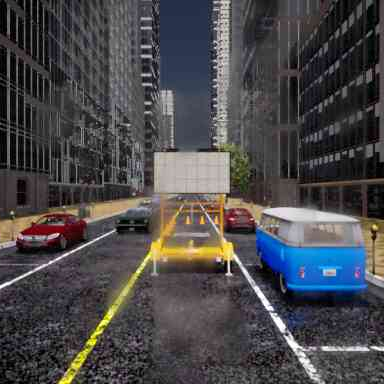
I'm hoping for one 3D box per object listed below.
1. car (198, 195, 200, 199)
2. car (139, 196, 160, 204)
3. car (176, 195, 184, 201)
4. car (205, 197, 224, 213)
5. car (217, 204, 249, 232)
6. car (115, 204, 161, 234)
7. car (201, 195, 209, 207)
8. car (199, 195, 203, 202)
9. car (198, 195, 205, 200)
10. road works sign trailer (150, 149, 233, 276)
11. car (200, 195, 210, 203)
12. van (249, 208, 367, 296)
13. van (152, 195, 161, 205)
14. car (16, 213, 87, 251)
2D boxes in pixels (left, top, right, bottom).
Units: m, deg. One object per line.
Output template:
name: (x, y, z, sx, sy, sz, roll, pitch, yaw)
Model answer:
car: (2.673, 1.410, 65.271, 1.967, 1.590, 4.097, 0, 0, 0)
car: (-5.702, 1.548, 42.502, 2.008, 1.369, 4.403, 0, 0, 0)
car: (-3.024, 1.432, 83.355, 2.128, 1.511, 4.902, 0, 0, 0)
car: (2.680, 1.581, 36.808, 1.802, 1.307, 4.206, 0, 0, 0)
car: (2.685, 1.581, 19.731, 1.802, 1.307, 4.206, 0, 0, 0)
car: (-3.105, 1.600, 19.378, 1.895, 1.301, 4.718, 0, 0, 0)
car: (2.678, 1.544, 48.193, 2.008, 1.369, 4.403, 0, 0, 0)
car: (2.676, 1.538, 53.886, 2.008, 1.369, 4.403, 0, 0, 0)
car: (2.666, 1.462, 93.733, 1.887, 1.381, 4.507, 0, 0, 0)
road works sign trailer: (-0.003, 0.464, 10.365, 2.380, 3.560, 2.880, 0, 0, 0)
car: (2.672, 1.401, 70.963, 1.967, 1.590, 4.097, 0, 0, 0)
van: (2.688, 1.341, 8.347, 1.690, 1.788, 3.998, 0, 0, 0)
van: (-5.704, 1.328, 53.887, 1.690, 1.788, 3.998, 0, 0, 0)
car: (-5.695, 1.582, 14.039, 1.802, 1.307, 4.206, 0, 0, 0)
